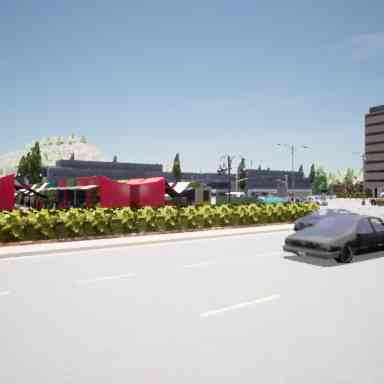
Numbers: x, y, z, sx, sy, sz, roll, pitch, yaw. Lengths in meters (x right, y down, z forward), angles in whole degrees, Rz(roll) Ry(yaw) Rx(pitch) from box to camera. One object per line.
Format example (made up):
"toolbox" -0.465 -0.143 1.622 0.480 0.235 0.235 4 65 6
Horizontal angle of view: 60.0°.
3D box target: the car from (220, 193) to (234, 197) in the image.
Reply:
"car" 7.927 1.211 82.747 1.905 1.878 3.866 0 0 -33

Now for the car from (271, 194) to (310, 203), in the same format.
"car" 14.052 1.209 47.762 1.932 1.855 4.605 0 0 -33

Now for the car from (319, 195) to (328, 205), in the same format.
"car" 18.691 1.451 50.861 1.970 1.475 3.806 0 0 -33

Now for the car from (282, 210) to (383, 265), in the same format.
"car" 5.662 1.548 11.932 5.357 1.411 2.033 0 0 -34

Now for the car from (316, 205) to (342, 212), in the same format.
"car" 7.132 1.564 17.097 4.181 1.385 1.994 0 0 -33

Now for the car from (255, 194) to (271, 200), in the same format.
"car" 15.238 1.451 66.654 1.970 1.475 3.806 0 0 -33

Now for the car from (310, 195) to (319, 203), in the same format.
"car" 16.269 1.419 49.275 1.784 1.438 3.905 0 0 -33

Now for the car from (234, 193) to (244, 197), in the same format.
"car" 10.378 1.209 84.288 1.932 1.855 4.605 0 0 -33
